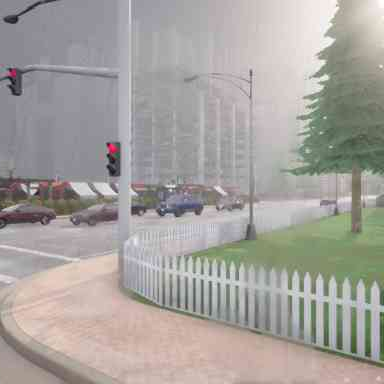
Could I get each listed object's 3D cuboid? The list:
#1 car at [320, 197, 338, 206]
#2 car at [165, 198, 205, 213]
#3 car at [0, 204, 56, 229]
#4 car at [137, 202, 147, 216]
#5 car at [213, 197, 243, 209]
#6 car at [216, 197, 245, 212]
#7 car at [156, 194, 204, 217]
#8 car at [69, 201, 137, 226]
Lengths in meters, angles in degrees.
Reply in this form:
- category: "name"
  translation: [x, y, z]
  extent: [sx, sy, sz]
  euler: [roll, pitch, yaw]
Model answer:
- category: "car"
  translation: [21.054, 1.526, 51.286]
  extent: [1.812, 1.442, 4.674]
  euler: [0, 0, 34]
- category: "car"
  translation: [-0.683, 1.492, 38.154]
  extent: [2.128, 1.511, 4.902]
  euler: [0, 0, 34]
- category: "car"
  translation: [-11.448, 1.526, 22.197]
  extent: [1.812, 1.442, 4.674]
  euler: [0, 0, 36]
- category: "car"
  translation: [-6.227, 1.478, 29.942]
  extent: [1.882, 1.535, 5.008]
  euler: [0, 0, 34]
- category: "car"
  translation: [5.132, 1.492, 46.721]
  extent: [2.128, 1.511, 4.902]
  euler: [0, 0, 34]
- category: "car"
  translation: [4.616, 1.492, 39.743]
  extent: [2.128, 1.511, 4.902]
  euler: [0, 0, 34]
- category: "car"
  translation: [-1.021, 1.221, 31.405]
  extent: [2.150, 2.045, 5.566]
  euler: [0, 0, 34]
- category: "car"
  translation: [-6.332, 1.526, 23.486]
  extent: [1.812, 1.442, 4.674]
  euler: [0, 0, 34]
